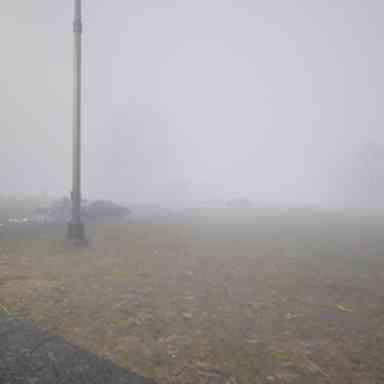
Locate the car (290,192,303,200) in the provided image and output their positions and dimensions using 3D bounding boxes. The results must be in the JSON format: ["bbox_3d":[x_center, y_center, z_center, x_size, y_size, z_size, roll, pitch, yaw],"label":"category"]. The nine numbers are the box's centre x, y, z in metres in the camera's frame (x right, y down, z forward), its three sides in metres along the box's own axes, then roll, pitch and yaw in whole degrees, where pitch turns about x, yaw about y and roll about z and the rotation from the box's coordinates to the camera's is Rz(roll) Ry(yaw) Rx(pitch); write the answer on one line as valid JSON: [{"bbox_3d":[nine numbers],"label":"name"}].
[{"bbox_3d":[27.898,1.058,88.299,2.150,2.045,5.566,1,1,34],"label":"car"}]

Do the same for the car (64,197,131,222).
[{"bbox_3d":[-6.604,1.325,24.470,1.812,1.442,4.674,1,0,34],"label":"car"}]

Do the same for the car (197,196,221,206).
[{"bbox_3d":[2.882,1.327,51.131,2.033,1.411,5.357,1,1,34],"label":"car"}]

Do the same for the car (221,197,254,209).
[{"bbox_3d":[6.342,1.411,43.717,2.033,1.411,5.357,1,0,34],"label":"car"}]

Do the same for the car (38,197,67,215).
[{"bbox_3d":[-11.361,1.260,29.957,1.837,1.490,4.892,1,2,34],"label":"car"}]
